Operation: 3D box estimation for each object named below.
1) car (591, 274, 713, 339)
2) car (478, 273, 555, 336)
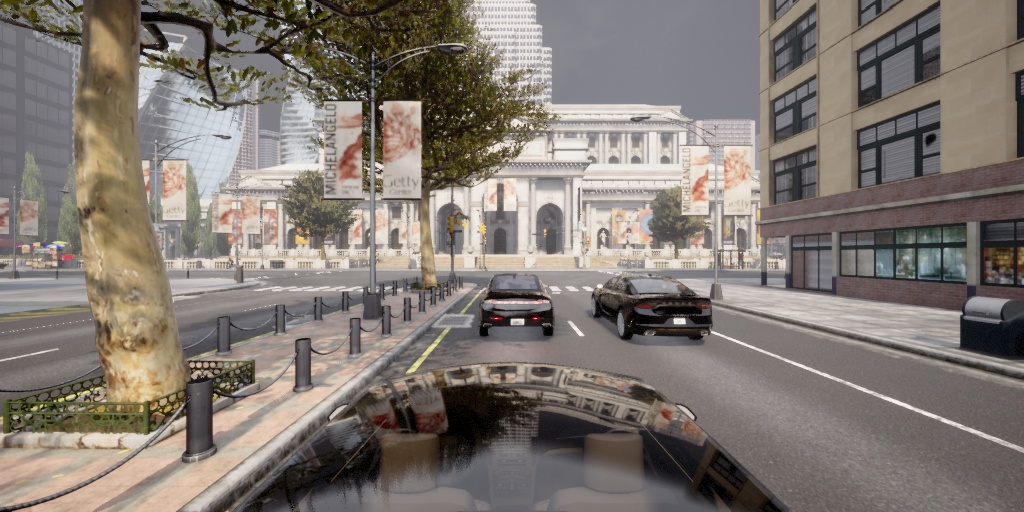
[{"bbox_3d":[3.565,1.228,10.065,1.882,1.535,5.008,0,0,0],"label":"car"},{"bbox_3d":[0.080,1.242,10.332,2.128,1.511,4.902,0,0,-1],"label":"car"}]
